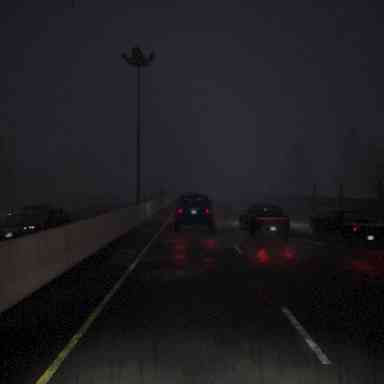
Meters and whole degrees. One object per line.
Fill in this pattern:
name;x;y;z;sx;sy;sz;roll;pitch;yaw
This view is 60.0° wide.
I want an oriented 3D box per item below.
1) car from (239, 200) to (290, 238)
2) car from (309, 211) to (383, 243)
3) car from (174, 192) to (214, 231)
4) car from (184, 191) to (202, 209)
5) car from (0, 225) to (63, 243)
car;3.594;1.386;17.141;2.128;1.511;4.902;0;0;0
car;7.094;1.506;15.431;1.895;1.301;4.718;0;0;0
car;0.092;1.102;19.782;2.150;2.045;5.566;0;1;0
car;0.085;0.968;41.439;2.150;2.045;5.566;0;0;0
car;-7.105;1.397;15.331;2.128;1.511;4.902;0;0;0
